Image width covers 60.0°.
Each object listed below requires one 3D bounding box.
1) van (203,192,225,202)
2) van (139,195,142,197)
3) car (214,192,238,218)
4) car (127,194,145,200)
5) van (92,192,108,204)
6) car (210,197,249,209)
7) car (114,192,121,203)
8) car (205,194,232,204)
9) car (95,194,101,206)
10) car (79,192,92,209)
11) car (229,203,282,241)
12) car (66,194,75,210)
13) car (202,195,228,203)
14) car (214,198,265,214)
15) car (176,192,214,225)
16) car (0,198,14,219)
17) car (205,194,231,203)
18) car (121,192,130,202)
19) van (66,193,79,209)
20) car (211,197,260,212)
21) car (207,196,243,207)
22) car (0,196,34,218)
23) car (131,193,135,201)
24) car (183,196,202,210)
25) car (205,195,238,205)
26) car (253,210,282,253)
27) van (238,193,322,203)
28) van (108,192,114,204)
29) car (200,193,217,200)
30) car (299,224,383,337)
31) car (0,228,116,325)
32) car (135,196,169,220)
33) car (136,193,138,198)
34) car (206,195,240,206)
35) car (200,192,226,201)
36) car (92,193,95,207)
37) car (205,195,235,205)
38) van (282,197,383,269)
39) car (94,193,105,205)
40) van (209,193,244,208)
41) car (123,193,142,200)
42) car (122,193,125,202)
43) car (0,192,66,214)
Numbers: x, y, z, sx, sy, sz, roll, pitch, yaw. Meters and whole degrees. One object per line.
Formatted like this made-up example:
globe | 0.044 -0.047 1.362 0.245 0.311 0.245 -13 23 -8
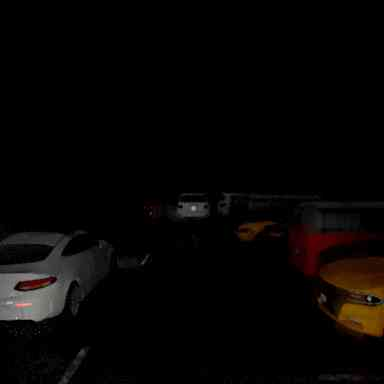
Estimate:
van | 4.472 1.080 68.837 4.442 1.987 1.878 0 0 0
van | -15.465 1.119 84.386 4.442 1.987 1.878 0 0 0
car | 4.650 1.093 24.722 5.566 2.045 2.435 0 0 0
car | -15.552 1.355 92.730 4.792 1.488 2.163 0 0 0
van | -15.700 1.053 51.159 4.442 1.987 1.878 0 0 0
car | 4.606 1.337 41.266 4.674 1.452 2.002 0 0 0
car | -15.611 1.031 56.717 5.566 2.045 2.435 0 0 0
car | 4.565 1.164 57.807 4.553 1.767 2.185 0 0 0
car | -15.553 1.308 45.600 4.792 1.488 2.163 0 0 0
car | -15.555 1.032 40.041 5.566 2.045 2.435 0 0 0
car | 4.444 1.394 13.694 5.366 1.575 1.946 0 0 0
car | -15.398 1.291 34.485 5.366 1.575 1.946 0 0 0
car | 4.596 1.301 66.079 5.008 1.535 2.097 0 0 0
car | 4.644 1.345 32.993 4.792 1.488 2.163 0 0 0
car | 0.085 1.087 22.791 2.150 2.045 5.566 0 -1 0
car | -15.581 1.366 23.370 4.674 1.452 2.002 0 0 0
car | 4.626 1.167 60.565 4.553 1.767 2.185 0 0 0
car | -15.554 1.046 64.929 5.566 2.045 2.435 0 0 0
van | -15.467 1.063 37.264 4.442 1.987 1.878 0 0 0
car | 4.607 1.309 35.752 4.892 1.521 2.231 0 0 0
car | 4.599 1.291 46.780 4.892 1.521 2.231 0 0 0
car | -15.578 1.318 26.148 4.892 1.521 2.231 0 0 0
car | -15.611 1.060 70.614 5.566 2.045 2.435 0 0 0
car | 0.070 1.311 40.872 2.128 1.511 4.902 0 0 0
car | 4.595 1.289 52.293 4.892 1.521 2.231 0 0 0
car | 4.629 1.453 10.937 4.674 1.452 2.002 0 0 0
van | 4.744 1.156 16.452 4.442 1.987 1.878 0 0 0
van | -15.466 1.053 53.937 4.442 1.987 1.878 0 0 0
car | 4.541 1.200 90.903 4.553 1.767 2.185 0 0 0
car | 4.641 1.446 5.422 5.008 1.535 2.097 0 0 0
car | -2.907 1.482 6.959 1.812 1.442 4.674 0 0 0
car | -2.920 1.349 26.399 2.128 1.511 4.902 0 0 0
car | -15.576 1.327 76.046 5.008 1.535 2.097 0 0 0
car | 4.597 1.290 49.536 4.892 1.521 2.231 0 0 0
car | 4.613 1.067 74.352 5.566 2.045 2.435 0 0 0
car | -15.577 1.282 42.822 4.892 1.521 2.231 0 0 0
car | 4.592 1.290 55.051 4.892 1.521 2.231 0 0 0
van | 4.751 1.203 8.179 4.442 1.987 1.878 0 0 0
car | -15.580 1.318 48.255 4.674 1.452 2.002 0 0 0
van | 4.489 1.068 43.899 4.442 1.987 1.878 0 0 0
car | -15.613 1.216 87.294 4.553 1.767 2.185 0 0 0
car | -15.579 1.331 62.210 4.674 1.452 2.002 0 0 0
car | -15.555 1.048 31.706 5.566 2.045 2.435 0 0 0
